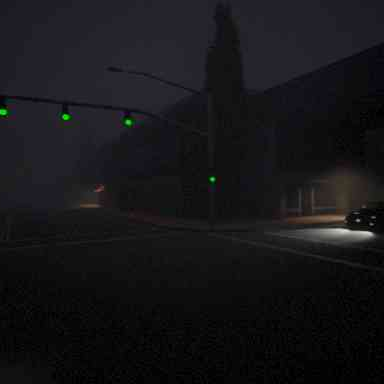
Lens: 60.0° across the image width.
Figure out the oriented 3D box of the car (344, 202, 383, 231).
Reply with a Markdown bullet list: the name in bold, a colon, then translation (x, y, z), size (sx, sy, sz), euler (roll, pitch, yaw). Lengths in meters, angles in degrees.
- **car**: translation (10.174, 1.218, 17.865), size (4.181, 1.385, 1.994), euler (-1, 1, -28)
